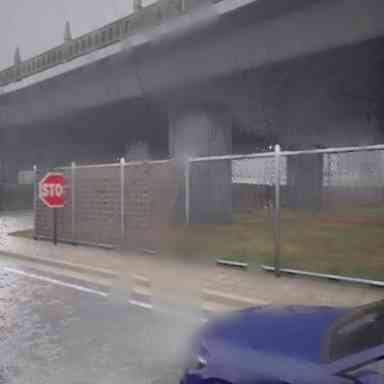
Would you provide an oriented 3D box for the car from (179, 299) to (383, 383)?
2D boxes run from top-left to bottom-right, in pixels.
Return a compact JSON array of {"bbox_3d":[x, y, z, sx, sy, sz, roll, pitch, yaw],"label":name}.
[{"bbox_3d":[2.069,1.522,2.472,4.674,1.442,1.812,0,0,35],"label":"car"}]
